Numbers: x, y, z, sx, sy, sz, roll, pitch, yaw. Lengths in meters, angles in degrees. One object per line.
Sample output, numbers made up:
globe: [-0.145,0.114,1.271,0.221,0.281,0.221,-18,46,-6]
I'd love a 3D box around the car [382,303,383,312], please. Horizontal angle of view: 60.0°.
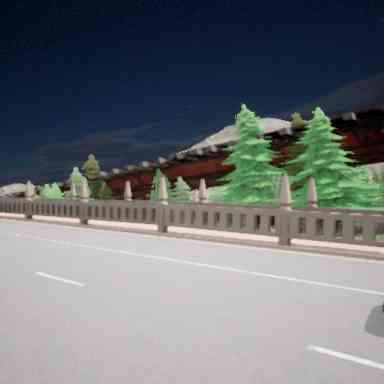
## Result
car: [5.594,1.562,4.300,5.357,1.411,2.033,0,0,36]
